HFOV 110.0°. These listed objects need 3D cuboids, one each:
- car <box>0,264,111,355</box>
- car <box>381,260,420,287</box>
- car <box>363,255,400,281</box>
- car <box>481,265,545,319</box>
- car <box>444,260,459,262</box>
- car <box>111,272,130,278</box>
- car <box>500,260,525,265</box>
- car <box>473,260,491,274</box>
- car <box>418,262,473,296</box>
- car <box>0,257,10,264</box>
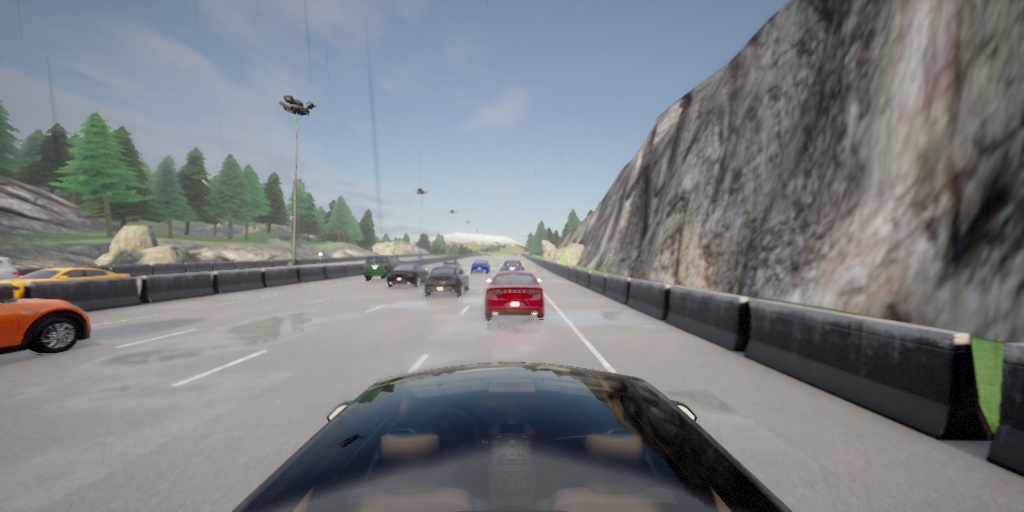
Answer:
[{"bbox_3d":[-10.404,1.128,6.027,2.097,1.767,4.553,0,0,0],"label":"car"},{"bbox_3d":[-6.934,1.246,24.492,1.882,1.535,5.008,0,0,0],"label":"car"},{"bbox_3d":[-10.443,0.968,29.941,2.150,2.045,5.566,0,0,0],"label":"car"},{"bbox_3d":[0.085,1.258,12.958,1.882,1.535,5.008,0,0,0],"label":"car"},{"bbox_3d":[-6.961,1.145,41.470,2.128,1.511,4.902,0,1,0],"label":"car"},{"bbox_3d":[-21.081,1.273,16.783,1.882,1.535,5.008,0,0,0],"label":"car"},{"bbox_3d":[0.056,1.084,30.966,2.097,1.767,4.553,0,0,0],"label":"car"},{"bbox_3d":[-3.460,1.139,40.480,1.882,1.535,5.008,0,1,0],"label":"car"},{"bbox_3d":[-3.425,1.286,19.461,1.837,1.490,4.892,0,1,0],"label":"car"},{"bbox_3d":[-24.591,1.023,14.747,2.150,2.045,5.566,0,0,0],"label":"car"}]
